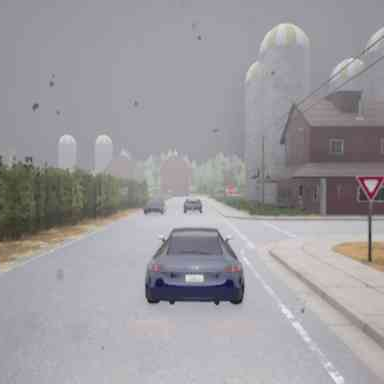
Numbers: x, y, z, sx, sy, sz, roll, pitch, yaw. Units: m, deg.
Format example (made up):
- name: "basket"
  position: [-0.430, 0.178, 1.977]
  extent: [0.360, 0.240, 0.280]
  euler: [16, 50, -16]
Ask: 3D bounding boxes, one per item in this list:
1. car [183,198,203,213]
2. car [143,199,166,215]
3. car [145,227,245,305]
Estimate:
- name: "car"
  position: [0.092, 1.367, 35.493]
  extent: [2.128, 1.511, 4.902]
  euler: [0, 0, 0]
- name: "car"
  position: [-3.592, 1.432, 32.981]
  extent: [2.033, 1.411, 5.357]
  euler: [0, 0, 0]
- name: "car"
  position: [0.076, 1.535, 8.081]
  extent: [1.994, 1.385, 4.181]
  euler: [0, 0, 1]
